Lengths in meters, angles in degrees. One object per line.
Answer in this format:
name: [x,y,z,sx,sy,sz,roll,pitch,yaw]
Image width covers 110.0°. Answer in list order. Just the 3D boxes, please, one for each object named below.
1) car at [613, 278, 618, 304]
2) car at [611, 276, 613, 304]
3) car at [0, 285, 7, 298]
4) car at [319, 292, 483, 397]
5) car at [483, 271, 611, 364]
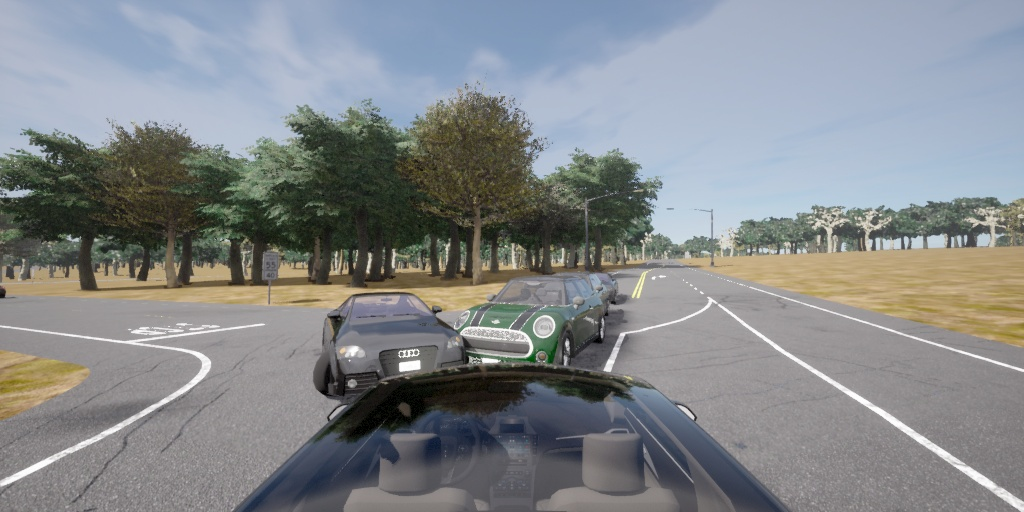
car: [4.216,1.509,17.878,1.994,1.385,4.181,-1,0,19]
car: [2.022,1.344,12.151,2.097,1.767,4.553,-1,-1,21]
car: [-40.862,2.563,27.396,4.181,1.385,1.994,-2,-3,22]
car: [-2.355,1.376,6.633,1.994,1.385,4.181,1,-2,-29]
car: [0.616,1.218,7.838,2.097,1.767,4.553,-1,-2,26]
